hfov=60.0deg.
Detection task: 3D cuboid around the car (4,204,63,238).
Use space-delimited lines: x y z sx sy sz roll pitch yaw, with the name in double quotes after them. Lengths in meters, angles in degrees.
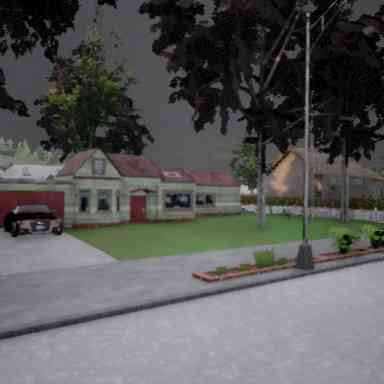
-7.343 1.258 15.303 1.994 1.381 4.181 1 0 -35 "car"
